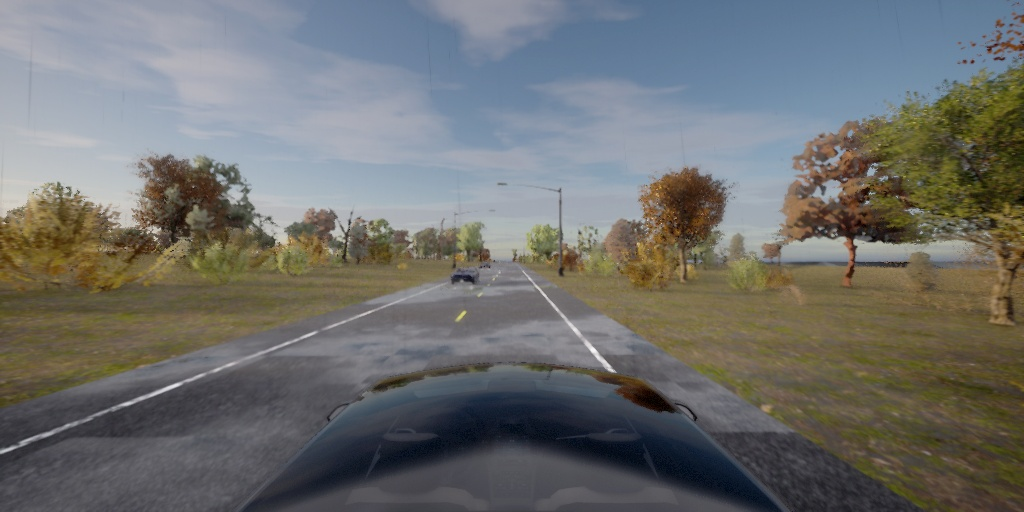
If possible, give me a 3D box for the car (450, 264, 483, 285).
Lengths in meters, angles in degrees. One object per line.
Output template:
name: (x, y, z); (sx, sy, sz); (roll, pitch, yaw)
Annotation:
car: (-3.594, 1.527, 28.019); (1.895, 1.301, 4.718); (0, 0, 0)
